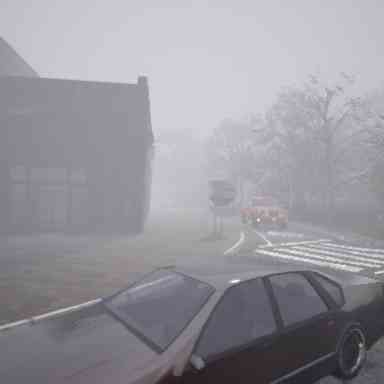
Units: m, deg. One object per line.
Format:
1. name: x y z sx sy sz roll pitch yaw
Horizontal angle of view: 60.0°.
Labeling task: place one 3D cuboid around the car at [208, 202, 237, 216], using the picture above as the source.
1. car: 3.321 1.565 35.967 2.097 1.767 4.553 2 -1 -15

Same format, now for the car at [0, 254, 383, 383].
1. car: 0.318 1.541 3.910 5.357 1.411 2.033 0 0 -36

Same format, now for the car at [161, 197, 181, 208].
1. car: -3.414 1.758 54.707 2.097 1.767 4.553 3 -2 -24

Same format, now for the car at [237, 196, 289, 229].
1. car: 4.975 1.357 23.439 2.150 2.045 5.566 2 0 -3
